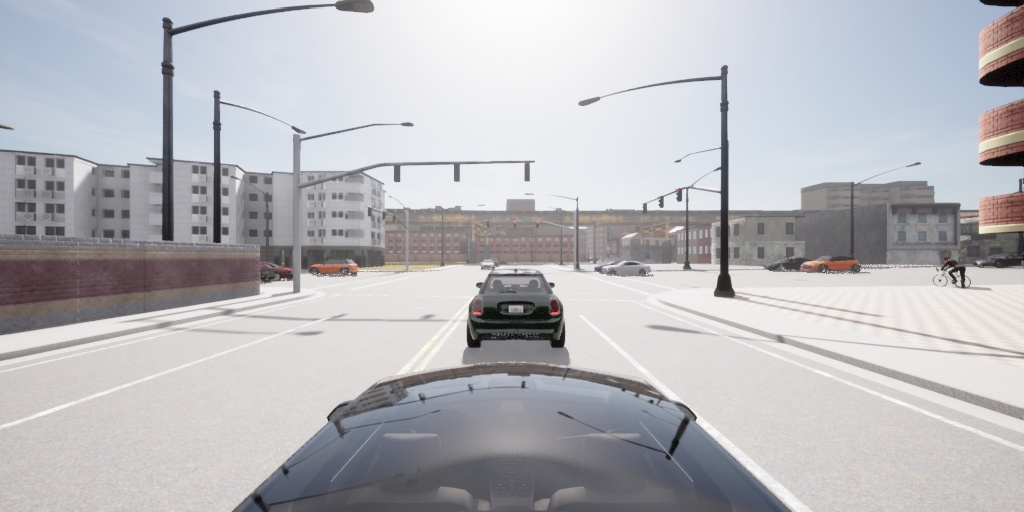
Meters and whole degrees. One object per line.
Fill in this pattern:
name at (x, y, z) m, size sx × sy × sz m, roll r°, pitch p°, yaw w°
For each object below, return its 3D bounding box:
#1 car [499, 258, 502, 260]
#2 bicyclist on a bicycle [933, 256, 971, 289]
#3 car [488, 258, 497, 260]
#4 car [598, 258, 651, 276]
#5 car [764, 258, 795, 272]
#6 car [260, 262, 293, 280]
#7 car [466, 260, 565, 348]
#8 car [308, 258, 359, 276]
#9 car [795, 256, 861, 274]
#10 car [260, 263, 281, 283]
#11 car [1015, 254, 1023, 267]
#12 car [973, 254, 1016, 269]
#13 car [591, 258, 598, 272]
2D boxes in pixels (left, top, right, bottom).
car at (-3.481, 1.102, 64.254) m, size 2.097 × 1.767 × 4.553 m, roll 0°, pitch 0°, yaw 1°
bicyclist on a bicycle at (22.671, 0.844, 18.521) m, size 0.582 × 1.620 × 1.656 m, roll -1°, pitch 0°, yaw 1°
car at (-3.527, 1.276, 52.867) m, size 1.812 × 1.442 × 4.674 m, roll 0°, pitch 0°, yaw 0°
car at (11.235, 1.210, 35.275) m, size 4.674 × 1.442 × 1.812 m, roll 0°, pitch 0°, yaw 1°
car at (29.753, 0.937, 38.362) m, size 4.892 × 1.490 × 1.837 m, roll -1°, pitch 0°, yaw 1°
car at (-20.271, 1.228, 29.325) m, size 5.008 × 1.535 × 1.882 m, roll 0°, pitch 0°, yaw 1°
car at (0.091, 1.102, 9.431) m, size 2.097 × 1.767 × 4.553 m, roll 0°, pitch 0°, yaw 0°
car at (-18.161, 1.102, 36.517) m, size 4.553 × 1.767 × 2.097 m, roll 0°, pitch 0°, yaw 2°
car at (30.844, 0.764, 34.838) m, size 4.553 × 1.767 × 2.097 m, roll -1°, pitch 0°, yaw 1°
car at (-19.820, 1.351, 25.855) m, size 4.718 × 1.301 × 1.895 m, roll 0°, pitch 0°, yaw 1°
car at (52.132, 0.637, 34.290) m, size 4.718 × 1.301 × 1.895 m, roll -1°, pitch 0°, yaw 1°
car at (51.847, 0.536, 37.801) m, size 4.902 × 1.511 × 2.128 m, roll -1°, pitch 0°, yaw 1°
car at (11.280, 1.209, 38.783) m, size 4.674 × 1.442 × 1.812 m, roll 0°, pitch 0°, yaw 2°
